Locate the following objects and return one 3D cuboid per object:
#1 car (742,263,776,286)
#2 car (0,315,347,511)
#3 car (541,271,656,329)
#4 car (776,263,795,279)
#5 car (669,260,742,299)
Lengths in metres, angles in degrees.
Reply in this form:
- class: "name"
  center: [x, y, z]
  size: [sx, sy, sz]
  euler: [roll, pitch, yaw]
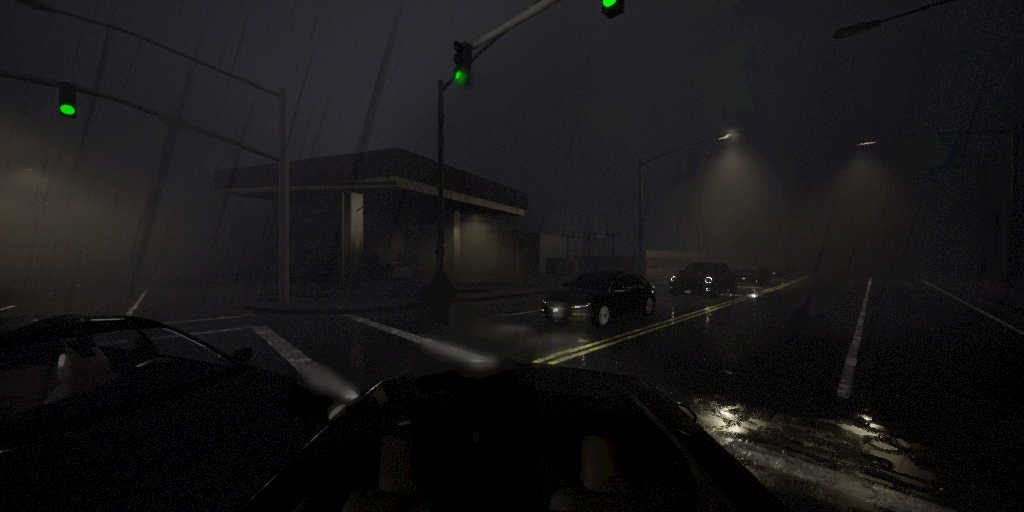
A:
- class: "car"
  center: [16.792, 1.314, 25.241]
  size: [1.994, 1.385, 4.181]
  euler: [0, 0, 44]
- class: "car"
  center: [-3.406, 1.242, 2.582]
  size: [4.902, 1.511, 2.128]
  euler: [0, 0, 15]
- class: "car"
  center: [2.947, 1.255, 11.564]
  size: [4.892, 1.490, 1.837]
  euler: [0, 0, -45]
- class: "car"
  center: [23.965, 1.314, 32.253]
  size: [4.181, 1.385, 1.994]
  euler: [0, 0, -44]
- class: "car"
  center: [9.825, 1.102, 18.370]
  size: [4.553, 1.767, 2.097]
  euler: [0, 0, -45]
